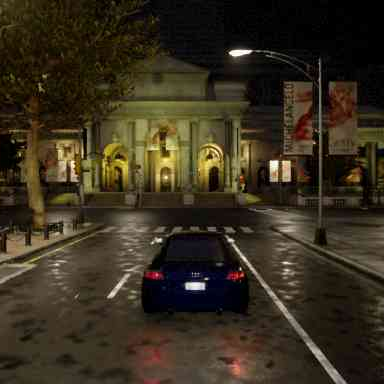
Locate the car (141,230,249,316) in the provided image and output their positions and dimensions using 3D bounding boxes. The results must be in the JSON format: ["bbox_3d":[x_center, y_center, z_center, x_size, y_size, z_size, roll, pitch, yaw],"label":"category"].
[{"bbox_3d":[0.070,1.564,7.639,1.994,1.385,4.181,0,0,0],"label":"car"}]
